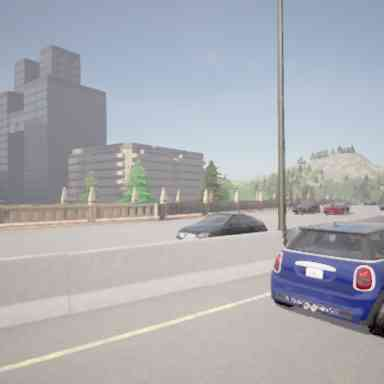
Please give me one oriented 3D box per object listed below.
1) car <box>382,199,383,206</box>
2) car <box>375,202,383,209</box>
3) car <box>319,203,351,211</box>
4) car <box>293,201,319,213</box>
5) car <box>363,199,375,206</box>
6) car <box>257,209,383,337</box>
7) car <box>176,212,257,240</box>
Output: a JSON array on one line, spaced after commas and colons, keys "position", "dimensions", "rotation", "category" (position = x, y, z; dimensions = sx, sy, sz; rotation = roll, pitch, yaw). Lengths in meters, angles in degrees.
[{"position": [41.375, 2.287, 70.006], "dimensions": [1.994, 1.385, 4.181], "rotation": [0, -2, 37], "category": "car"}, {"position": [26.512, 1.843, 44.611], "dimensions": [2.033, 1.411, 5.357], "rotation": [0, -1, 37], "category": "car"}, {"position": [15.814, 1.851, 36.274], "dimensions": [1.895, 1.301, 4.718], "rotation": [0, -1, 37], "category": "car"}, {"position": [13.626, 1.825, 39.187], "dimensions": [2.033, 1.411, 5.357], "rotation": [0, -1, 37], "category": "car"}, {"position": [38.581, 2.297, 72.113], "dimensions": [2.033, 1.411, 5.357], "rotation": [0, -2, 37], "category": "car"}, {"position": [3.710, 1.393, 6.960], "dimensions": [4.553, 1.767, 2.097], "rotation": [0, -1, -39], "category": "car"}, {"position": [1.447, 1.617, 14.465], "dimensions": [4.674, 1.442, 1.812], "rotation": [0, 0, -43], "category": "car"}]
